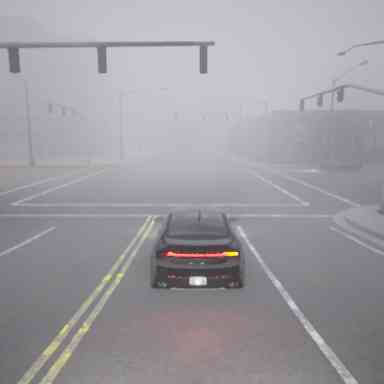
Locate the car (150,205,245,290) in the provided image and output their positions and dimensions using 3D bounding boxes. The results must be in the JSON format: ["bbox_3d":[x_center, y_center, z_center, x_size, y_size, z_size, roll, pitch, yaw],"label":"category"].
[{"bbox_3d":[0.111,1.079,8.098,1.837,1.490,4.892,0,5,0],"label":"car"}]

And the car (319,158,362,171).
[{"bbox_3d":[15.862,-2.967,35.567,4.181,1.385,1.994,0,9,0],"label":"car"}]
